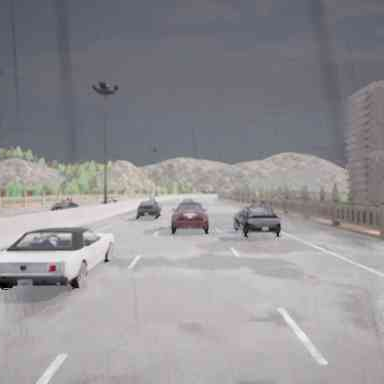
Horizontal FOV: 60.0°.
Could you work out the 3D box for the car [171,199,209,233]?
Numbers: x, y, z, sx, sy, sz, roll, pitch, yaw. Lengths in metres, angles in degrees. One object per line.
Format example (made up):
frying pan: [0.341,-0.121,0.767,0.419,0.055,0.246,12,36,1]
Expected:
car: [-0.130,1.369,20.029,2.097,1.767,4.553,0,0,-1]

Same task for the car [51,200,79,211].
car: [-14.540,1.607,38.180,1.994,1.385,4.181,0,0,0]

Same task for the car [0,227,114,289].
car: [-3.499,1.611,9.143,1.895,1.301,4.718,0,0,-1]

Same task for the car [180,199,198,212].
car: [-0.402,1.582,40.978,2.033,1.411,5.357,0,0,-1]

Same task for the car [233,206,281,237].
car: [3.397,1.504,17.940,2.128,1.511,4.902,0,0,-1]

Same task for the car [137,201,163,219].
car: [-3.754,1.533,29.606,1.837,1.490,4.892,0,0,-1]

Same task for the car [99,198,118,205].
car: [-11.103,1.571,44.681,1.812,1.442,4.674,0,0,0]
